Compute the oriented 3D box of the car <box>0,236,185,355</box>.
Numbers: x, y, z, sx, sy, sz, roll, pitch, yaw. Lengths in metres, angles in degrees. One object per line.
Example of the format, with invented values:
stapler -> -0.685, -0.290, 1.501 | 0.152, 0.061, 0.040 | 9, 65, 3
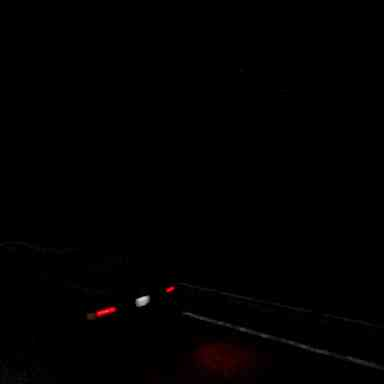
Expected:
car -> -2.647, 1.550, 6.127 | 5.357, 1.411, 2.033 | 0, 0, 38
